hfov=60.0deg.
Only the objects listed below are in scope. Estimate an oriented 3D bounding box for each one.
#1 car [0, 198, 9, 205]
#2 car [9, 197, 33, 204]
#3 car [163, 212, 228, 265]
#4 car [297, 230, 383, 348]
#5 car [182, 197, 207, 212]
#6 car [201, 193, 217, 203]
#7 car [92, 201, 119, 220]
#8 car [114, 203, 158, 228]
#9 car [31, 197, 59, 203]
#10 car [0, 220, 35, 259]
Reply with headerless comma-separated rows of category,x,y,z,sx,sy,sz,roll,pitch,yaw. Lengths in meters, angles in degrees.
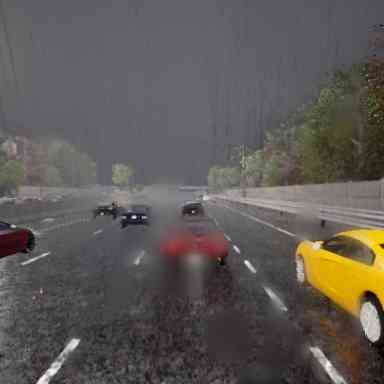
car,-24.582,1.545,43.351,1.994,1.385,4.181,0,0,0
car,-21.091,1.484,43.077,1.837,1.490,4.892,0,0,0
car,0.100,1.593,11.592,1.895,1.301,4.718,0,0,0
car,3.531,1.456,6.303,1.882,1.535,5.008,0,0,0
car,0.096,1.462,29.645,1.882,1.535,5.008,0,0,0
car,3.485,1.166,68.981,2.150,2.045,5.566,0,0,0
car,-6.906,1.476,28.003,2.128,1.511,4.902,0,0,0
car,-3.404,1.534,22.062,2.033,1.411,5.357,0,0,0
car,-17.597,1.582,41.233,1.895,1.301,4.718,0,0,0
car,-6.904,1.556,10.882,1.994,1.385,4.181,0,0,0
